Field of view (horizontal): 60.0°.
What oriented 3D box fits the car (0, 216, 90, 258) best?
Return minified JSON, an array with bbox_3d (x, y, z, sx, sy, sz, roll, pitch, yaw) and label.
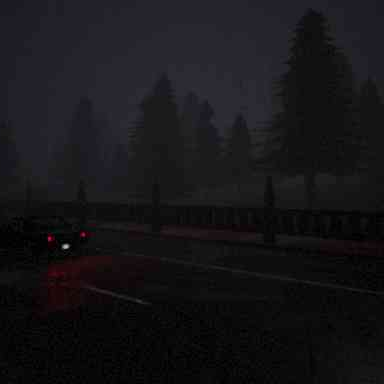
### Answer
[{"bbox_3d":[-6.118,1.564,12.658,4.718,1.301,1.895,0,0,36],"label":"car"}]
